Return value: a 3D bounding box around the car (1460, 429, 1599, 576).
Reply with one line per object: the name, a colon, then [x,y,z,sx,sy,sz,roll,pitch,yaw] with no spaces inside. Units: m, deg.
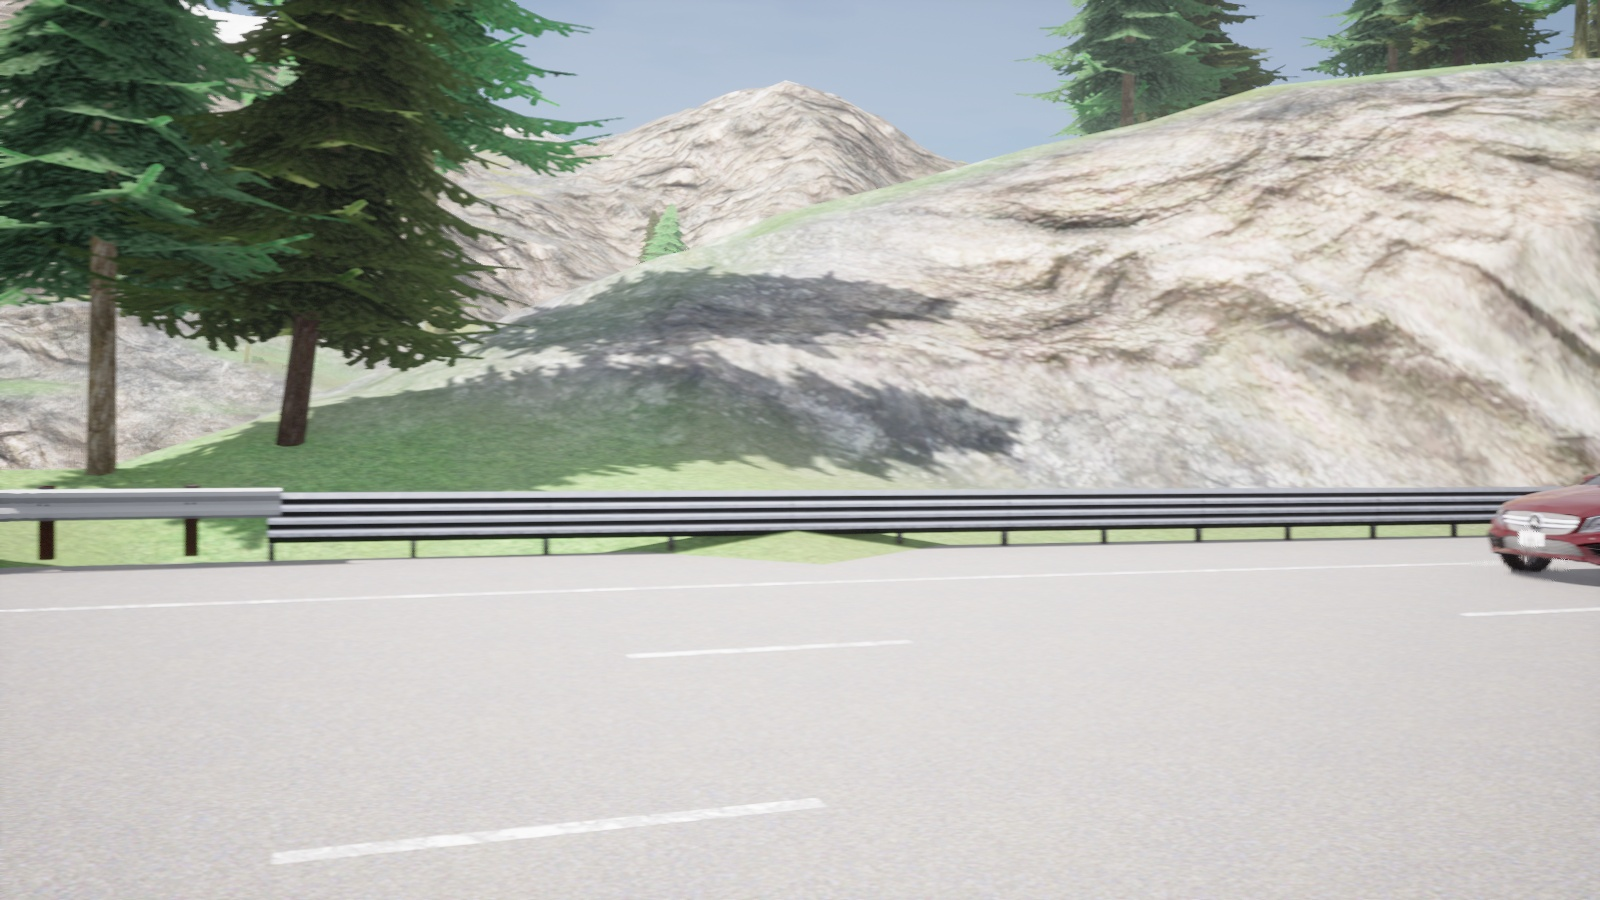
car: [9.954,0.485,13.975,4.674,1.442,1.812,-1,1,-16]
